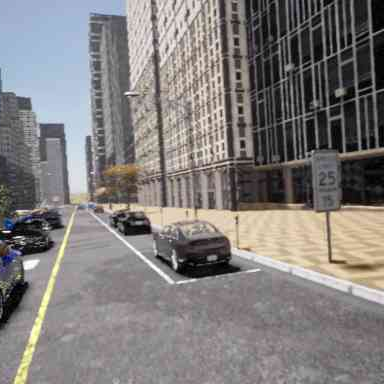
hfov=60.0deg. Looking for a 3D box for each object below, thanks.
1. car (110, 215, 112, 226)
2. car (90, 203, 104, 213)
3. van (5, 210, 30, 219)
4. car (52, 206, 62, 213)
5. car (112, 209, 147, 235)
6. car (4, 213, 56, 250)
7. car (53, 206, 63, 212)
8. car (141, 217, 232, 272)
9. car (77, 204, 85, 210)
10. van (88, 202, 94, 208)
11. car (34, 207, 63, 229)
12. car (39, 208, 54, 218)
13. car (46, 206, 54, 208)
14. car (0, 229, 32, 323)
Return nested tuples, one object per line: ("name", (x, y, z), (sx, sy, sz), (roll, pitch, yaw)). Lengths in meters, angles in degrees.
("car", (-5.646, 2.080, 27.059), (1.947, 1.339, 4.313), (-5, 0, -19))
("car", (-16.585, 3.016, 58.975), (1.802, 1.307, 4.206), (-5, 0, -19))
("van", (-15.396, 2.527, 29.653), (1.690, 1.788, 3.998), (-5, 0, -19))
("car", (-33.609, 4.292, 82.845), (2.008, 1.369, 4.403), (-5, 0, -19))
("car", (-3.823, 1.929, 21.740), (1.947, 1.339, 4.313), (-5, 0, -19))
("car", (-8.403, 2.155, 17.302), (1.837, 1.490, 4.892), (-4, 0, -19))
("car", (-35.432, 4.452, 88.163), (2.008, 1.369, 4.403), (-5, 0, -19))
("car", (-0.177, 1.617, 11.101), (2.008, 1.369, 4.403), (-5, 0, -19))
("car", (-29.683, 4.053, 88.939), (2.033, 1.411, 5.357), (-4, 0, -19))
("van", (-27.543, 3.722, 90.890), (1.690, 1.788, 3.998), (-5, 0, -19))
("car", (-12.702, 2.483, 29.895), (1.882, 1.535, 5.008), (-4, 0, -19))
("car", (-24.495, 3.500, 56.249), (1.887, 1.381, 4.507), (-5, 0, -19))
("car", (-22.619, 3.320, 50.769), (1.752, 1.417, 4.829), (-5, 0, -19))
("car", (-5.079, 1.906, 7.610), (1.812, 1.442, 4.674), (-4, 0, -19))
